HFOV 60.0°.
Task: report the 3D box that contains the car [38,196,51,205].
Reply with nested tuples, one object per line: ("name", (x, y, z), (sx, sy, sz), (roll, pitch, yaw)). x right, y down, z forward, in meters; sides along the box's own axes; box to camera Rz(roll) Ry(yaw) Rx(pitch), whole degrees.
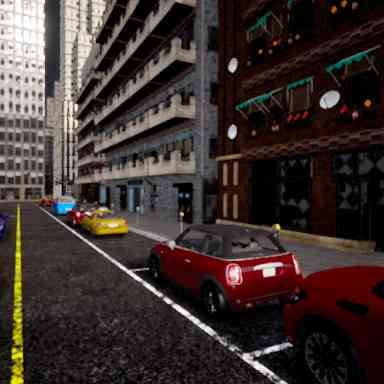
("car", (-25.251, 1.476, 56.945), (1.752, 1.417, 4.829), (-1, 0, -28))

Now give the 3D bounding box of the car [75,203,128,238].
("car", (-4.741, 1.513, 17.574), (1.752, 1.417, 4.829), (-1, 0, -28))

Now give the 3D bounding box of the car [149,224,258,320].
("car", (0.464, 1.436, 7.581), (1.967, 1.590, 4.097), (-1, 0, -28))

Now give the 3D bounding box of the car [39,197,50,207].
("car", (-22.608, 1.501, 51.873), (1.887, 1.381, 4.507), (-1, 0, -28))

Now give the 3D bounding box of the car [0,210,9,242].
("car", (-9.774, 1.513, 15.755), (1.812, 1.442, 4.674), (0, 0, -27))

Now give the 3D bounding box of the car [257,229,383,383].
("car", (3.027, 1.314, 2.659), (2.192, 1.841, 5.009), (-1, 0, -28))

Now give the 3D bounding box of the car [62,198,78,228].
("car", (-7.227, 1.424, 22.344), (1.967, 1.590, 4.097), (-1, 0, -28))

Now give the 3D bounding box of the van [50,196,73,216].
("van", (-12.355, 1.317, 32.186), (1.690, 1.788, 3.998), (-1, 0, -28))
